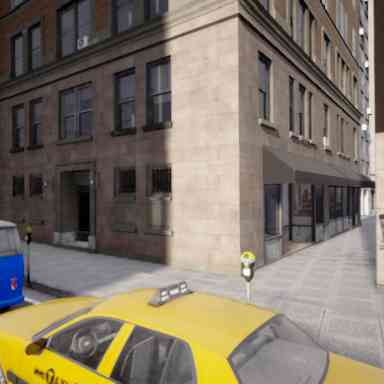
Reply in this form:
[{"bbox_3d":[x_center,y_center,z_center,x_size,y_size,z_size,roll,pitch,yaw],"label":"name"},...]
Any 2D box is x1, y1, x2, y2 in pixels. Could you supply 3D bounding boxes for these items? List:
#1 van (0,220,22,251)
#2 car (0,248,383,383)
[{"bbox_3d":[-4.877,1.342,6.351,3.998,1.788,1.690,0,-1,36],"label":"van"},{"bbox_3d":[-0.402,1.526,3.147,4.829,1.417,1.752,0,-1,36],"label":"car"}]
